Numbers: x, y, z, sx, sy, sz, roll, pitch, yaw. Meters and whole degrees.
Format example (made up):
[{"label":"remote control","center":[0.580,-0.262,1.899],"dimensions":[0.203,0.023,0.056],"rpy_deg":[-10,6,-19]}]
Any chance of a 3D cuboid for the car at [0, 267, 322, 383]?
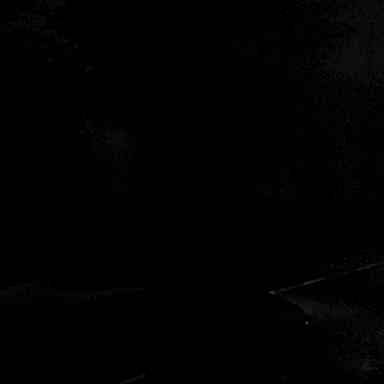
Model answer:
[{"label":"car","center":[-0.705,1.516,3.244],"dimensions":[4.674,1.442,1.812],"rpy_deg":[-1,0,-36]}]
